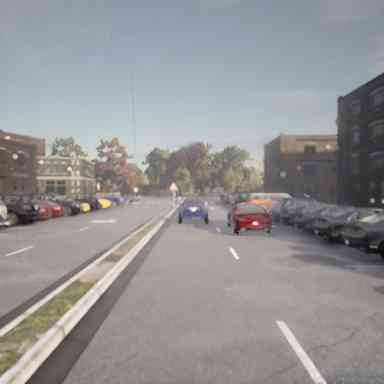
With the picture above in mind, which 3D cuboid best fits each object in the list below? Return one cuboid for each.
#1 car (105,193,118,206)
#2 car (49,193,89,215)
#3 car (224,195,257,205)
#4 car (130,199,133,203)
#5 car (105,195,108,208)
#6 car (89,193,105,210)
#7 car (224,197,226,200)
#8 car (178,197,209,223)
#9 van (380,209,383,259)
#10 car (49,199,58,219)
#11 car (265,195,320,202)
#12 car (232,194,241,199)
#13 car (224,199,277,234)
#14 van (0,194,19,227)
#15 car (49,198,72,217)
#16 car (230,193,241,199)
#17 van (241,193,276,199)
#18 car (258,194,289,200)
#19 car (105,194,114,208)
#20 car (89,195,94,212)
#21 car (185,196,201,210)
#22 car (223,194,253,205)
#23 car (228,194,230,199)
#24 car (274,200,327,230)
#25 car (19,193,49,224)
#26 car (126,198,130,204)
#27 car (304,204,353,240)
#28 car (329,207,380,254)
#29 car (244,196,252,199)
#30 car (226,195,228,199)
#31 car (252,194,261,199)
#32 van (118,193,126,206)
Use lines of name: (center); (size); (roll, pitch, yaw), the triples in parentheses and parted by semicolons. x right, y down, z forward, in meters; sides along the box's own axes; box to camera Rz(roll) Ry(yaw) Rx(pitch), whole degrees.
car: (-12.559, 1.219, 43.392); (4.553, 1.767, 2.185); (0, 0, 0)
car: (-12.509, 1.108, 29.371); (5.566, 2.045, 2.435); (0, 0, 0)
car: (7.639, 1.304, 52.571); (5.008, 1.535, 2.097); (0, 0, 0)
car: (-12.489, 1.313, 57.173); (4.792, 1.488, 2.163); (0, 0, 0)
car: (-12.538, 1.351, 37.834); (4.892, 1.521, 2.231); (0, 0, 0)
car: (-12.562, 1.101, 35.056); (5.566, 2.045, 2.435); (0, 0, 0)
car: (7.632, 1.355, 49.815); (4.674, 1.452, 2.002); (0, 0, 0)
car: (0.096, 1.241, 24.728); (2.097, 1.767, 4.553); (0, 0, 0)
van: (7.521, 1.206, 8.328); (4.442, 1.987, 1.878); (0, 0, 0)
car: (-12.538, 1.408, 23.939); (4.674, 1.452, 2.002); (0, 0, 0)
car: (7.606, 1.250, 22.237); (4.553, 1.767, 2.185); (0, 0, 0)
car: (7.450, 1.344, 36.024); (5.366, 1.575, 1.946); (0, 0, 0)
car: (3.109, 1.386, 18.764); (1.882, 1.535, 5.008); (0, 0, 0)
van: (-12.428, 1.156, 18.379); (4.442, 1.987, 1.878); (0, 0, 0)
car: (-12.536, 1.403, 26.653); (4.674, 1.452, 2.002); (0, 0, 0)
car: (7.664, 1.091, 38.781); (5.566, 2.045, 2.435); (0, 0, 0)
van: (7.519, 1.125, 33.266); (4.442, 1.987, 1.878); (0, 0, 0)
car: (7.668, 1.243, 24.995); (4.553, 1.767, 2.185); (0, 0, 0)
car: (-12.524, 1.347, 40.489); (5.008, 1.535, 2.097); (0, 0, 0)
car: (-12.721, 1.352, 32.276); (5.366, 1.575, 1.946); (0, 0, 0)
car: (0.095, 1.337, 41.300); (1.882, 1.535, 5.008); (0, 0, 0)
car: (7.602, 1.163, 55.333); (4.553, 1.767, 2.185); (0, 0, 0)
car: (7.641, 1.335, 44.295); (4.892, 1.521, 2.231); (0, 0, 0)
car: (7.631, 1.386, 19.481); (4.892, 1.521, 2.231); (0, 0, 0)
car: (-12.571, 1.124, 21.159); (5.566, 2.045, 2.435); (0, 0, 0)
car: (-12.554, 1.194, 51.737); (4.553, 1.767, 2.185); (0, 0, 0)
car: (7.632, 1.407, 13.966); (4.892, 1.521, 2.231); (0, 0, 0)
car: (7.632, 1.419, 11.210); (4.892, 1.521, 2.231); (0, 0, 0)
car: (7.642, 1.356, 30.509); (5.008, 1.535, 2.097); (0, 0, 0)
car: (7.603, 1.200, 47.057); (4.553, 1.767, 2.185); (0, 0, 0)
car: (7.668, 1.236, 27.752); (4.553, 1.767, 2.185); (0, 0, 0)
van: (-12.407, 1.108, 48.828); (4.442, 1.987, 1.878); (0, 0, 0)
